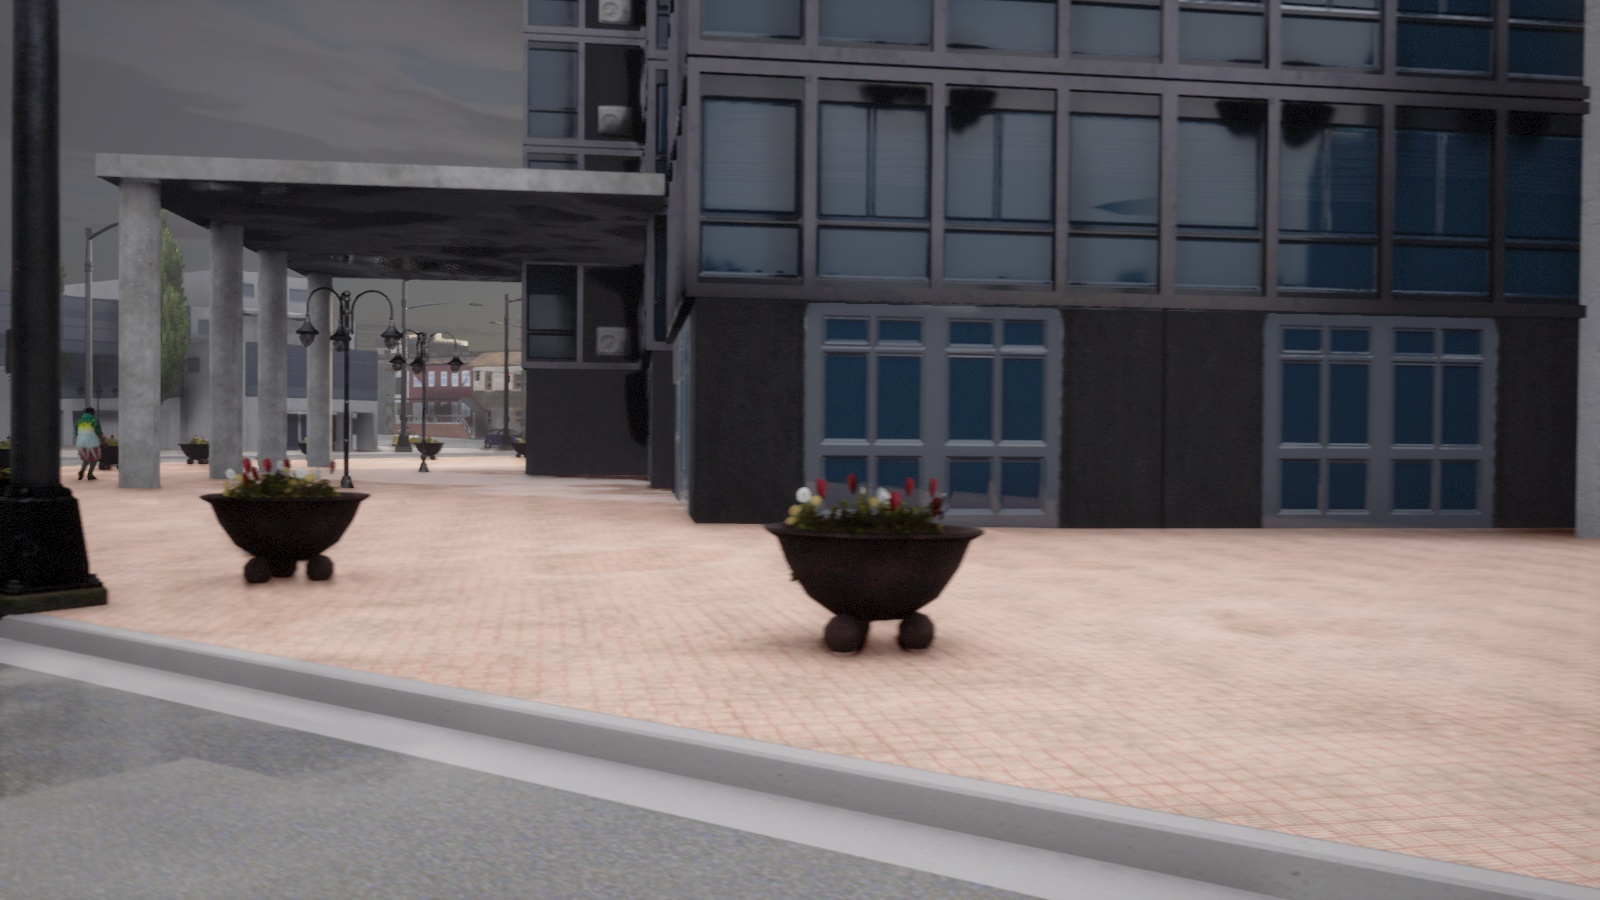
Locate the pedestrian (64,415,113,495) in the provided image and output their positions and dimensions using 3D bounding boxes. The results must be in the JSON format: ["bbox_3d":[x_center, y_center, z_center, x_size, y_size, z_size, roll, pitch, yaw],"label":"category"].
[{"bbox_3d":[-17.660,0.126,31.182,0.659,1.952,0.873,0,1,5],"label":"pedestrian"}]

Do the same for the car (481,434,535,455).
[{"bbox_3d":[-21.749,-0.396,93.596,3.705,1.549,1.789,0,1,32],"label":"car"}]
